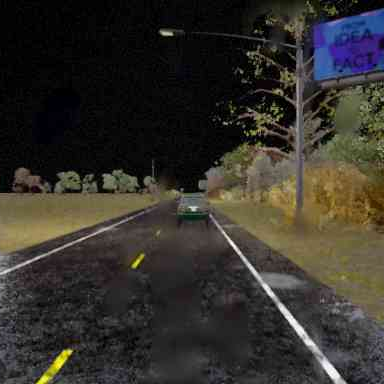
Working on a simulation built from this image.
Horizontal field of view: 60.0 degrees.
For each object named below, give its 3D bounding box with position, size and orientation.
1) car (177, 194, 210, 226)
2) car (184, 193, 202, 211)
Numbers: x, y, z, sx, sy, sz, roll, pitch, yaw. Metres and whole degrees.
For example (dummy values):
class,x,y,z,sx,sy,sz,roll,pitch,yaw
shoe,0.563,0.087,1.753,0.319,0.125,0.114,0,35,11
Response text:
class,x,y,z,sx,sy,sz,roll,pitch,yaw
car,0.098,1.225,23.851,2.150,2.045,5.566,0,0,0
car,0.095,1.227,43.033,2.150,2.045,5.566,0,0,0
